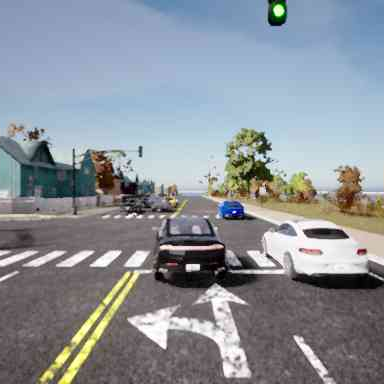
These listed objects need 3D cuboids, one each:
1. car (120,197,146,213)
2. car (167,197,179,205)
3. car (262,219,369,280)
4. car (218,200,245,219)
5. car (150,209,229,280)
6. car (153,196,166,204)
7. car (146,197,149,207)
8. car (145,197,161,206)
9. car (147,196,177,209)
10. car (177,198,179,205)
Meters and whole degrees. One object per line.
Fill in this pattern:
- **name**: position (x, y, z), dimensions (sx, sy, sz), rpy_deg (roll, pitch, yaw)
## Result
- **car**: position (-6.585, 1.469, 36.277), dimensions (1.837, 1.490, 4.892), rpy_deg (0, 0, 0)
- **car**: position (-3.243, 1.561, 57.390), dimensions (1.895, 1.301, 4.718), rpy_deg (0, 0, 0)
- **car**: position (3.350, 1.512, 9.747), dimensions (1.812, 1.442, 4.674), rpy_deg (0, 0, 0)
- **car**: position (3.353, 1.445, 28.893), dimensions (1.882, 1.535, 5.008), rpy_deg (0, 0, 0)
- **car**: position (-0.188, 1.477, 9.897), dimensions (2.128, 1.511, 4.902), rpy_deg (0, 0, -5)
- **car**: position (-6.493, 1.511, 66.079), dimensions (2.033, 1.411, 5.357), rpy_deg (0, 0, 0)
- **car**: position (-6.569, 1.466, 45.688), dimensions (1.837, 1.490, 4.892), rpy_deg (0, 0, 0)
- **car**: position (-6.494, 1.508, 55.713), dimensions (2.033, 1.411, 5.357), rpy_deg (0, 0, 0)
- **car**: position (-3.300, 1.511, 37.396), dimensions (2.033, 1.411, 5.357), rpy_deg (0, 0, 3)
- **car**: position (-3.307, 1.439, 47.381), dimensions (1.882, 1.535, 5.008), rpy_deg (0, 0, 0)
